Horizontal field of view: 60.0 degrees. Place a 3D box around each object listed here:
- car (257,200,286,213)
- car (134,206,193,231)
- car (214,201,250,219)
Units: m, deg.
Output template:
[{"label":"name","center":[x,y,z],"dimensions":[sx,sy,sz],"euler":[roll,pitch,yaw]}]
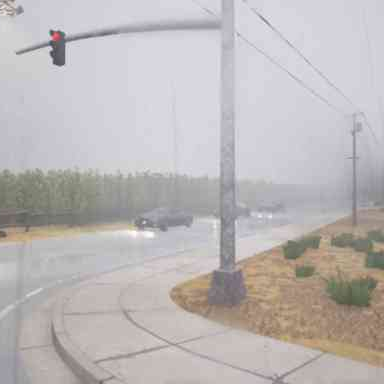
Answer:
[{"label":"car","center":[9.256,1.583,38.152],"dimensions":[2.033,1.411,5.357],"euler":[0,0,33]},{"label":"car","center":[-1.692,1.599,21.021],"dimensions":[1.994,1.385,4.181],"euler":[0,0,33]},{"label":"car","center":[3.648,1.561,29.358],"dimensions":[1.812,1.442,4.674],"euler":[0,0,32]}]
